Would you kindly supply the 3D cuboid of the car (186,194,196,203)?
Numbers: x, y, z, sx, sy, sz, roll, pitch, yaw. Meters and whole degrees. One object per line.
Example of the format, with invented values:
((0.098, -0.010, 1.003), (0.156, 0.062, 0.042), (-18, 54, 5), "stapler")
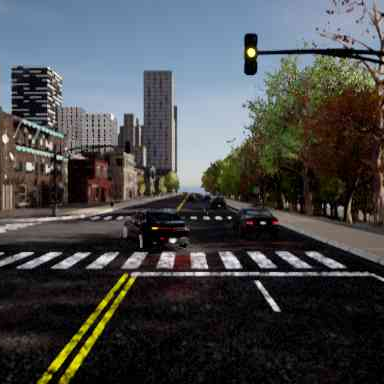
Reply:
((-0.143, 1.360, 66.011), (1.812, 1.442, 4.674), (0, 0, 0), "car")

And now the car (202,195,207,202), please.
((3.125, 1.353, 68.405), (1.812, 1.442, 4.674), (0, 0, 0), "car")

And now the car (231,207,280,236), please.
((3.311, 1.505, 18.101), (2.033, 1.411, 5.357), (0, 0, 0), "car")

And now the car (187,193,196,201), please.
((-0.164, 1.117, 76.012), (1.882, 1.535, 5.008), (0, 0, 0), "car")

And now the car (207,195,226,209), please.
((3.259, 1.400, 42.344), (1.837, 1.490, 4.892), (0, 0, 0), "car")

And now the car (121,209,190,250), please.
((-1.671, 1.473, 14.297), (1.837, 1.490, 4.892), (1, 0, -24), "car")
